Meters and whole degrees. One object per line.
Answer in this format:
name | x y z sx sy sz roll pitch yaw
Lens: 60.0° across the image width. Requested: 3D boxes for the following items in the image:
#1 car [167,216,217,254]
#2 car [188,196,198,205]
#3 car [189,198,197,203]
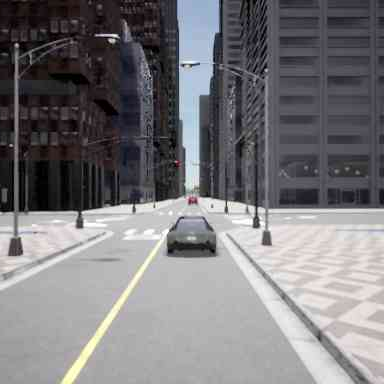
car | -0.002 1.706 14.293 1.994 1.385 4.181 0 -1 0
car | 0.216 1.983 77.009 2.150 2.045 5.566 0 -1 0
car | 0.270 2.339 88.680 1.895 1.301 4.718 0 -1 0
